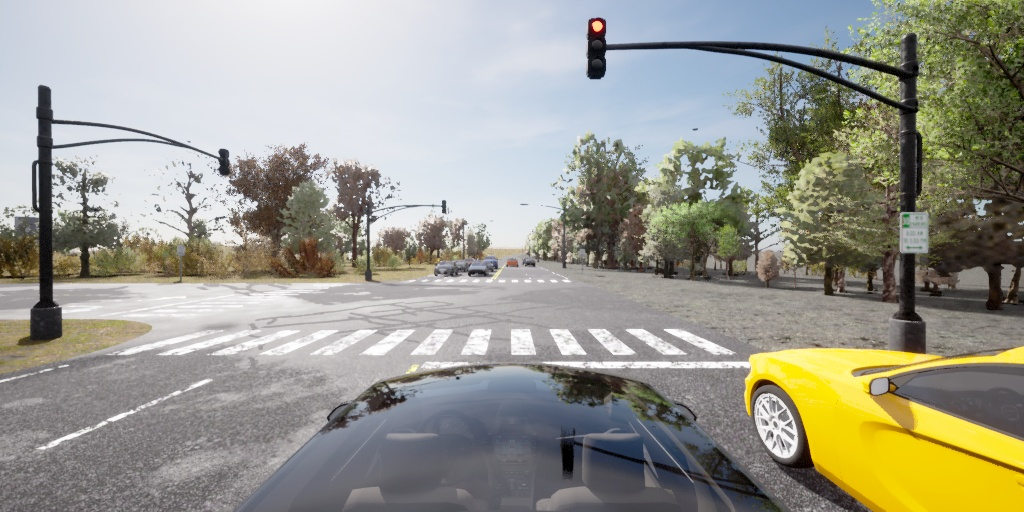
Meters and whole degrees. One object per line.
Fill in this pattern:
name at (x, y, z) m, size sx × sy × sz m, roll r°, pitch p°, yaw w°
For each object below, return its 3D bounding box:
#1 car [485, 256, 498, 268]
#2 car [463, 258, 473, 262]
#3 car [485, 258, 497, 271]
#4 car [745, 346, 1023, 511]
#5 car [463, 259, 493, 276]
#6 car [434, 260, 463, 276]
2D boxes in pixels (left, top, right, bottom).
car at (-3.344, 0.973, 56.271) m, size 2.150 × 2.045 × 5.566 m, roll 0°, pitch 0°, yaw 0°
car at (-6.599, 1.241, 45.730) m, size 2.128 × 1.511 × 4.902 m, roll 0°, pitch 0°, yaw 0°
car at (-3.349, 1.314, 45.901) m, size 1.994 × 1.385 × 4.181 m, roll 0°, pitch 0°, yaw 0°
car at (3.363, 1.195, 1.727) m, size 1.882 × 1.535 × 5.008 m, roll 0°, pitch 1°, yaw 0°
car at (-3.352, 1.297, 36.666) m, size 2.033 × 1.411 × 5.357 m, roll 0°, pitch 0°, yaw 0°
car at (-6.600, 1.242, 36.340) m, size 2.128 × 1.511 × 4.902 m, roll 0°, pitch 0°, yaw 0°
